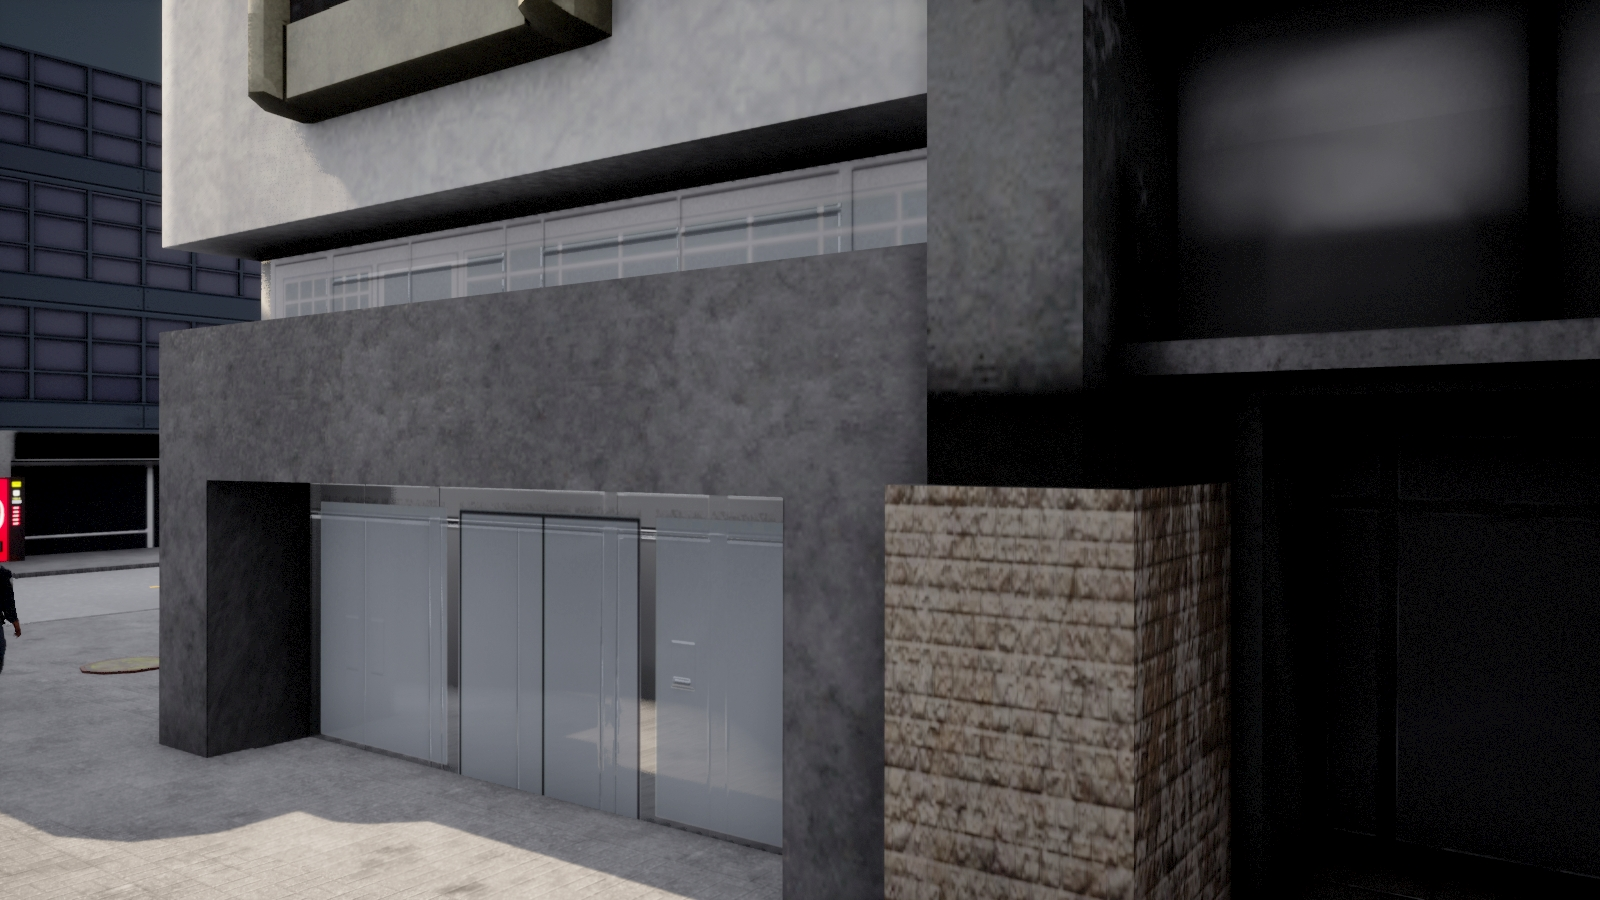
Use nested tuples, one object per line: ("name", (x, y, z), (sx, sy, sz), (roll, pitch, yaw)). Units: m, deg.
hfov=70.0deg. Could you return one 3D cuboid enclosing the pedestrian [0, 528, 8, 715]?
("pedestrian", (-8.295, 1.741, 11.584), (0.375, 1.860, 0.375), (0, 0, -43))
